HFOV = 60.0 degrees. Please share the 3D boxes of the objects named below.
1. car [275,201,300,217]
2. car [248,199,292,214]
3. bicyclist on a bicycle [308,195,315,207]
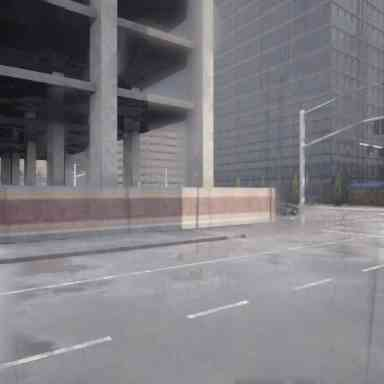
[{"bbox_3d":[8.133,1.564,31.533,1.994,1.385,4.181,0,0,-36],"label":"car"},{"bbox_3d":[8.542,1.526,36.933,1.812,1.442,4.674,0,0,-36],"label":"car"},{"bbox_3d":[16.610,1.301,46.220,1.656,1.620,0.582,0,0,-36],"label":"bicyclist on a bicycle"}]
